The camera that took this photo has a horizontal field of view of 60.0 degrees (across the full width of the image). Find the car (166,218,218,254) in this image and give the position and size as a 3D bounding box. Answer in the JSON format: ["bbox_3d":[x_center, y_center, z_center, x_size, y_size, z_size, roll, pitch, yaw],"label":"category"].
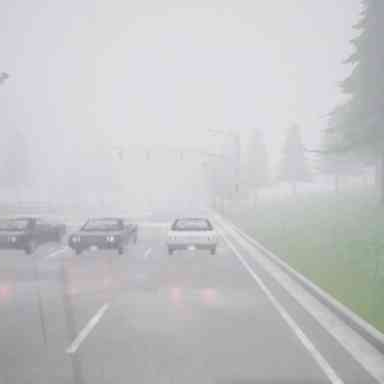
[{"bbox_3d":[-0.002,1.735,14.113,1.895,1.301,4.718,0,-1,0],"label":"car"}]

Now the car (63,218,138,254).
[{"bbox_3d":[-3.502,1.735,14.111,1.895,1.301,4.718,0,-1,0],"label":"car"}]

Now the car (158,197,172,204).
[{"bbox_3d":[-7.025,2.330,87.775,2.128,1.511,4.902,0,-1,0],"label":"car"}]

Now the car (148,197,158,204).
[{"bbox_3d":[-10.525,2.422,88.219,1.895,1.301,4.718,0,-1,0],"label":"car"}]

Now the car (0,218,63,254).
[{"bbox_3d":[-7.002,1.735,14.111,1.895,1.301,4.718,0,-1,0],"label":"car"}]

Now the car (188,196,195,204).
[{"bbox_3d":[-0.025,2.351,88.193,2.128,1.511,4.902,0,-1,0],"label":"car"}]

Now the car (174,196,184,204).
[{"bbox_3d":[-3.525,2.181,88.163,2.097,1.767,4.553,0,-1,0],"label":"car"}]
